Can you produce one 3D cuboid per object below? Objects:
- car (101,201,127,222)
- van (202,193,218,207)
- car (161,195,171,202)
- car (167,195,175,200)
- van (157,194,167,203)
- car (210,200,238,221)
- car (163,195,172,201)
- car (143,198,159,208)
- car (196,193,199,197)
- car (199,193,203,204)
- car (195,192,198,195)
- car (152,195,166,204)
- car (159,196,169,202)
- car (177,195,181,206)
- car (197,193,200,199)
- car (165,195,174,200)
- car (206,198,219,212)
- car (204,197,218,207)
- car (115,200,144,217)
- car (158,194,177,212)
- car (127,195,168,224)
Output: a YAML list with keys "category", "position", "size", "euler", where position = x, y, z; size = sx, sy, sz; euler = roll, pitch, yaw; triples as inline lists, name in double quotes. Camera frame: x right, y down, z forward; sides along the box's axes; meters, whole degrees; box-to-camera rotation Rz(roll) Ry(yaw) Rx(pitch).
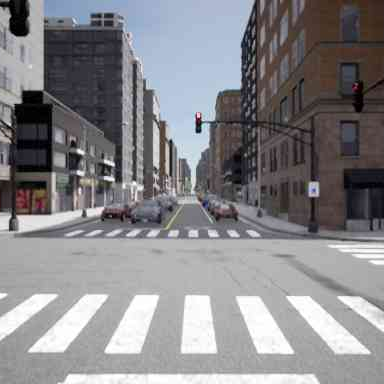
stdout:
- category: "car"
  position: [-5.892, 1.512, 26.262]
  size: [1.887, 1.381, 4.507]
  euler: [1, 0, 0]
- category: "van"
  position: [2.608, 1.289, 43.287]
  size: [1.690, 1.788, 3.998]
  euler: [1, 0, 0]
- category: "car"
  position: [-5.975, 1.469, 77.318]
  size: [2.008, 1.369, 4.403]
  euler: [1, 0, 0]
- category: "car"
  position: [-6.003, 1.447, 94.337]
  size: [1.887, 1.381, 4.507]
  euler: [1, 0, 0]
- category: "van"
  position: [-5.955, 1.269, 65.972]
  size: [1.690, 1.788, 3.998]
  euler: [1, 0, 0]
- category: "car"
  position: [2.634, 1.549, 26.267]
  size: [1.802, 1.307, 4.206]
  euler: [1, 0, 0]
- category: "car"
  position: [-5.984, 1.479, 82.991]
  size: [1.947, 1.339, 4.313]
  euler: [1, 0, 0]
- category: "car"
  position: [-5.929, 1.525, 48.954]
  size: [1.802, 1.307, 4.206]
  euler: [1, 0, 0]
- category: "car"
  position: [2.550, 1.443, 77.497]
  size: [1.752, 1.417, 4.829]
  euler: [1, 0, 0]
- category: "car"
  position: [2.599, 1.258, 48.960]
  size: [2.192, 1.841, 5.009]
  euler: [1, 0, 0]
- category: "car"
  position: [2.543, 1.228, 83.001]
  size: [2.192, 1.841, 5.009]
  euler: [1, 0, 0]
- category: "car"
  position: [-5.946, 1.373, 60.299]
  size: [1.967, 1.590, 4.097]
  euler: [1, 0, 0]
- category: "car"
  position: [-5.966, 1.505, 71.645]
  size: [1.802, 1.307, 4.206]
  euler: [1, 0, 0]
- category: "car"
  position: [-3.155, 1.504, 50.506]
  size: [1.994, 1.385, 4.181]
  euler: [0, 0, 0]
- category: "car"
  position: [2.560, 1.489, 71.654]
  size: [1.947, 1.339, 4.313]
  euler: [1, 0, 0]
- category: "car"
  position: [-5.994, 1.474, 88.664]
  size: [1.947, 1.339, 4.313]
  euler: [1, 0, 0]
- category: "car"
  position: [2.624, 1.543, 31.940]
  size: [1.802, 1.307, 4.206]
  euler: [1, 0, 0]
- category: "car"
  position: [2.615, 1.536, 37.614]
  size: [1.802, 1.307, 4.206]
  euler: [1, 0, 0]
- category: "car"
  position: [-5.901, 1.505, 31.935]
  size: [1.887, 1.381, 4.507]
  euler: [1, 0, 0]
- category: "car"
  position: [-3.154, 1.308, 37.236]
  size: [2.097, 1.767, 4.553]
  euler: [0, 0, 0]
- category: "car"
  position: [-3.136, 1.322, 24.359]
  size: [2.097, 1.767, 4.553]
  euler: [0, 0, 0]
